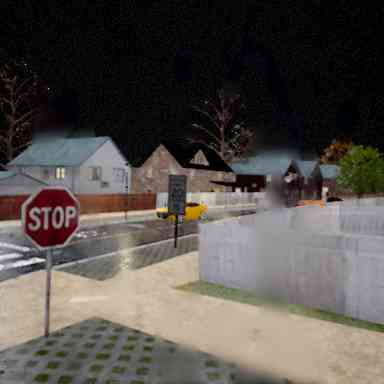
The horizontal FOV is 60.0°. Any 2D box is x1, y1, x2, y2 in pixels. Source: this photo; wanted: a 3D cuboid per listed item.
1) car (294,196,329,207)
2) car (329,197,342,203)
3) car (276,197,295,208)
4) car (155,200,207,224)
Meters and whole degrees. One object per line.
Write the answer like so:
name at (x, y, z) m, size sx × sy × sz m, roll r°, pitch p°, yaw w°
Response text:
car at (15.331, 1.357, 42.490) m, size 2.097 × 1.767 × 4.553 m, roll 4°, pitch 2°, yaw 39°
car at (21.491, 1.488, 50.189) m, size 1.812 × 1.442 × 4.674 m, roll 4°, pitch 3°, yaw 41°
car at (13.079, 1.411, 44.274) m, size 2.033 × 1.411 × 5.357 m, roll 4°, pitch 2°, yaw 38°
car at (-0.724, 1.364, 24.733) m, size 1.882 × 1.535 × 5.008 m, roll 3°, pitch 2°, yaw 32°
